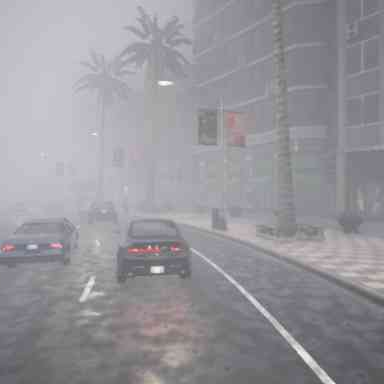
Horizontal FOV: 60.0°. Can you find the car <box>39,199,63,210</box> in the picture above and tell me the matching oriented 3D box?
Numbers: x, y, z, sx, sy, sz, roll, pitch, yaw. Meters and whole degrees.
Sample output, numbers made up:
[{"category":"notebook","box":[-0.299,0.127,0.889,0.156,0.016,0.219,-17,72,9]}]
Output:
[{"category":"car","box":[-16.364,1.579,38.472,2.128,1.511,4.902,0,0,-36]}]

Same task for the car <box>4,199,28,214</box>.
[{"category":"car","box":[-19.778,1.584,37.214,1.882,1.535,5.008,0,0,-36]}]

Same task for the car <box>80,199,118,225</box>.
[{"category":"car","box":[-7.089,1.390,24.797,2.097,1.767,4.553,0,0,-29]}]

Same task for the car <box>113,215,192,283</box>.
[{"category":"car","box":[-1.226,1.510,9.821,1.837,1.490,4.892,0,-1,-11]}]

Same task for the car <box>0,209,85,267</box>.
[{"category":"car","box":[-5.070,1.575,11.631,2.033,1.411,5.357,0,0,-15]}]
